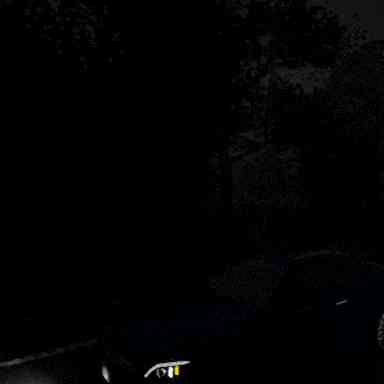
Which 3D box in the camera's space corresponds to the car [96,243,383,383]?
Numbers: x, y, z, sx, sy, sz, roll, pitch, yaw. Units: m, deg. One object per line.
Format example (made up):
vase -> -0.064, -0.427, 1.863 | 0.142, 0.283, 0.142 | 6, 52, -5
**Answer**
car -> 1.096, 1.501, 4.569 | 4.674, 1.442, 1.812 | -1, 0, -33
